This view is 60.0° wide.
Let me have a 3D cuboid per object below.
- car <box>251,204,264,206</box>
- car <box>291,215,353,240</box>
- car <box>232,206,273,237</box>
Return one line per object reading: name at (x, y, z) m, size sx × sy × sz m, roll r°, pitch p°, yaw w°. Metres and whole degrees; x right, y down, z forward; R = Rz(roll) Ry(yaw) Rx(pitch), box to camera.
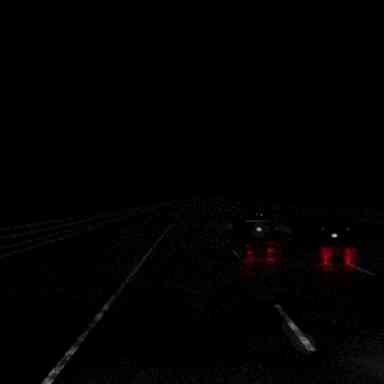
car at (7.119, 2.144, 36.544) m, size 1.837 × 1.490 × 4.892 m, roll 0°, pitch -1°, yaw 0°
car at (7.110, 1.917, 18.798) m, size 1.895 × 1.301 × 4.718 m, roll 0°, pitch -1°, yaw 0°
car at (3.610, 1.835, 20.316) m, size 2.128 × 1.511 × 4.902 m, roll 0°, pitch -1°, yaw 0°
